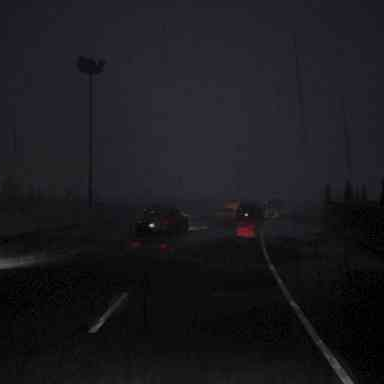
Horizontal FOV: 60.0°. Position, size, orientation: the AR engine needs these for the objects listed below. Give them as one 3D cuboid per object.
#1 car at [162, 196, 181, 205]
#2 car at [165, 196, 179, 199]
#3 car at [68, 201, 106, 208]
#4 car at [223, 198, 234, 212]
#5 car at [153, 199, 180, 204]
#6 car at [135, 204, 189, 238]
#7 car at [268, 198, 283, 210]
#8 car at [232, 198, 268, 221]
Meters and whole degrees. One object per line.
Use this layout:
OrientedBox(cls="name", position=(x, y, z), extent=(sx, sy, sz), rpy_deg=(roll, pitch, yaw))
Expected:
OrientedBox(cls="car", position=(-3.874, 1.572, 63.683), extent=(1.837, 1.490, 4.892), rpy_deg=(0, 0, 21))
OrientedBox(cls="car", position=(-3.680, 1.551, 54.576), extent=(1.994, 1.385, 4.181), rpy_deg=(0, 0, 22))
OrientedBox(cls="car", position=(-9.270, 1.502, 29.855), extent=(2.033, 1.411, 5.357), rpy_deg=(0, 0, 18))
OrientedBox(cls="car", position=(4.882, 1.438, 37.494), extent=(1.882, 1.535, 5.008), rpy_deg=(0, 0, 21))
OrientedBox(cls="car", position=(-2.459, 1.518, 27.380), extent=(1.994, 1.385, 4.181), rpy_deg=(0, 0, 17))
OrientedBox(cls="car", position=(-1.462, 1.524, 17.394), extent=(1.994, 1.385, 4.181), rpy_deg=(0, 0, 11))
OrientedBox(cls="car", position=(10.476, 1.493, 42.289), extent=(1.812, 1.442, 4.674), rpy_deg=(0, 0, 21))
OrientedBox(cls="car", position=(4.808, 1.457, 27.118), extent=(1.837, 1.490, 4.892), rpy_deg=(0, 0, 18))
